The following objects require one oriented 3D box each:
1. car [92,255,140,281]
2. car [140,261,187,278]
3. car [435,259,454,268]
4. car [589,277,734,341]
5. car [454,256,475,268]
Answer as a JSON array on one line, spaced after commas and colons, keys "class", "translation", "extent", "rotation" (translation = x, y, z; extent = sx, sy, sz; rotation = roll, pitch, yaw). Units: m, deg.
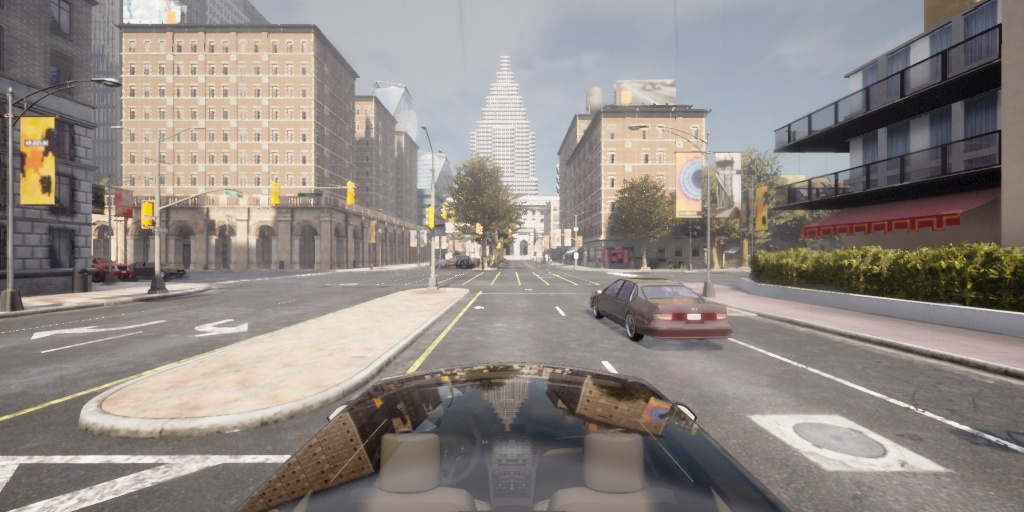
[{"class": "car", "translation": [-34.648, 0.971, 29.438], "extent": [5.566, 2.045, 2.150], "rotation": [0, 0, 0]}, {"class": "car", "translation": [-32.849, 1.255, 32.965], "extent": [4.892, 1.490, 1.837], "rotation": [0, 0, 0]}, {"class": "car", "translation": [-11.557, 1.297, 60.073], "extent": [2.033, 1.411, 5.357], "rotation": [0, 0, 0]}, {"class": "car", "translation": [3.634, 1.297, 9.886], "extent": [2.033, 1.411, 5.357], "rotation": [0, 0, -3]}, {"class": "car", "translation": [-8.062, 0.971, 60.697], "extent": [2.150, 2.045, 5.566], "rotation": [0, 0, 0]}]
